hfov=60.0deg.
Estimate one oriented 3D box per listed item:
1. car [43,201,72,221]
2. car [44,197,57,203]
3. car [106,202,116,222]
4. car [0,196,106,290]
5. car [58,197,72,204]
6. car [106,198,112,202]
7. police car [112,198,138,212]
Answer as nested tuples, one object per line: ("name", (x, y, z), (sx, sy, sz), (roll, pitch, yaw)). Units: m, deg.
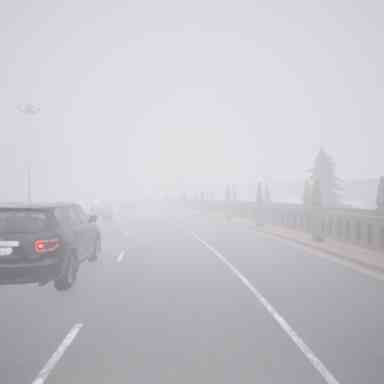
("car", (-12.192, 1.675, 30.436), (2.128, 1.511, 4.902), (0, 0, -18))
("car", (-35.514, 1.935, 83.366), (2.033, 1.411, 5.357), (-1, 0, -35))
("car", (-7.578, 1.740, 27.504), (1.895, 1.301, 4.718), (0, 0, -16))
("car", (-4.035, 1.275, 9.257), (2.150, 2.045, 5.566), (0, 0, -6))
("car", (-27.694, 1.819, 72.276), (1.812, 1.442, 4.674), (-1, 0, -35))
("car", (-13.546, 1.762, 52.934), (1.837, 1.490, 4.892), (0, 0, -30))
("police car", (-8.536, 1.617, 43.262), (1.930, 1.638, 5.238), (0, 0, -24))
